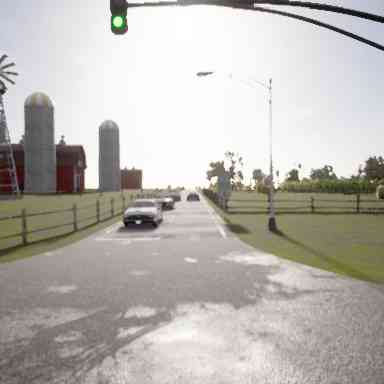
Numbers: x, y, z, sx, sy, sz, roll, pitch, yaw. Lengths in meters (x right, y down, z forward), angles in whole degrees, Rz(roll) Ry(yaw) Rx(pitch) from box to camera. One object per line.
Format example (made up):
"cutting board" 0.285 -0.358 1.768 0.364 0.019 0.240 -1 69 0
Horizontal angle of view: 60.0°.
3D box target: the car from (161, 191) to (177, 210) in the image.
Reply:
"car" -2.750 0.926 31.924 1.994 1.385 4.181 -1 1 0

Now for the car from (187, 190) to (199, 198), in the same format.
"car" 0.192 0.335 59.889 1.994 1.385 4.181 -1 1 0

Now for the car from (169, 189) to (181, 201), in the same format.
"car" -2.661 0.397 47.883 2.097 1.767 4.553 -1 1 1

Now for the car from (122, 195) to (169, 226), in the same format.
"car" -2.798 1.148 20.001 2.033 1.411 5.357 -1 1 0

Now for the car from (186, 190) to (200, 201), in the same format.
"car" 0.155 0.492 49.885 1.812 1.442 4.674 -1 1 0
